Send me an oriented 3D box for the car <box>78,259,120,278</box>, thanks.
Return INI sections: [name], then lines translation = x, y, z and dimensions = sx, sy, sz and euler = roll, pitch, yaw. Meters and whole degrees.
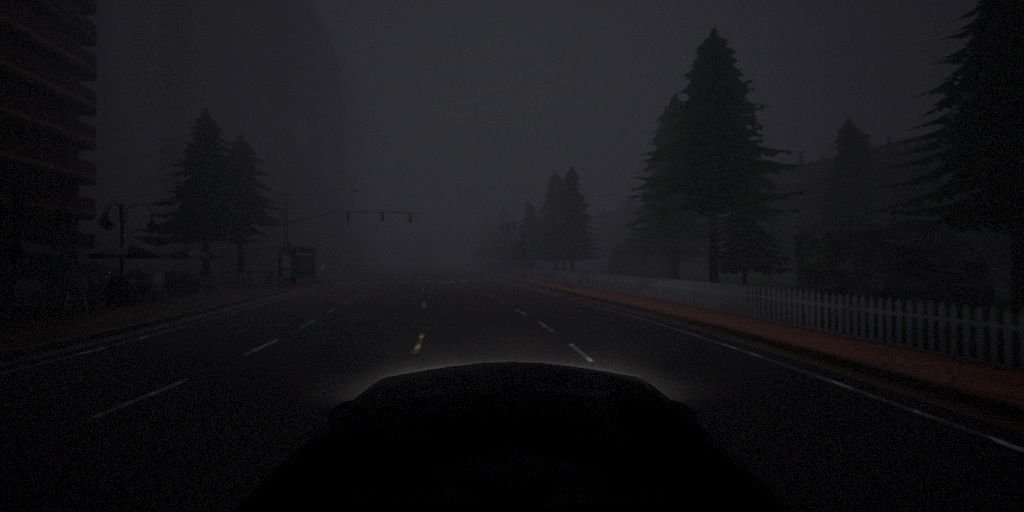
[car]
translation = -43.647, 1.364, 37.037
dimensions = 4.892, 1.490, 1.837
euler = 0, -1, -14
